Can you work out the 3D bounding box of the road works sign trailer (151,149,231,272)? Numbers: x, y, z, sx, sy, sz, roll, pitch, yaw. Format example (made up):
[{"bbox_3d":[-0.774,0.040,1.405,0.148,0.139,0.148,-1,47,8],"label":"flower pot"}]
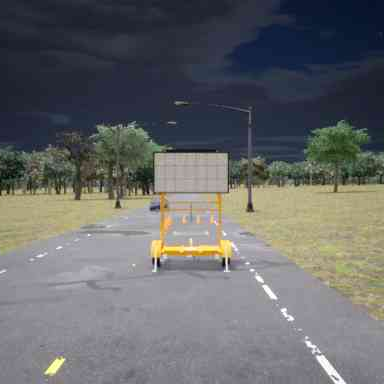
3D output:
[{"bbox_3d":[-0.027,0.445,10.685,2.380,3.560,2.880,0,0,0],"label":"road works sign trailer"}]

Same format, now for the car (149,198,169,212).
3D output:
[{"bbox_3d":[-3.596,1.395,36.918,2.033,1.411,5.357,0,0,0],"label":"car"}]
